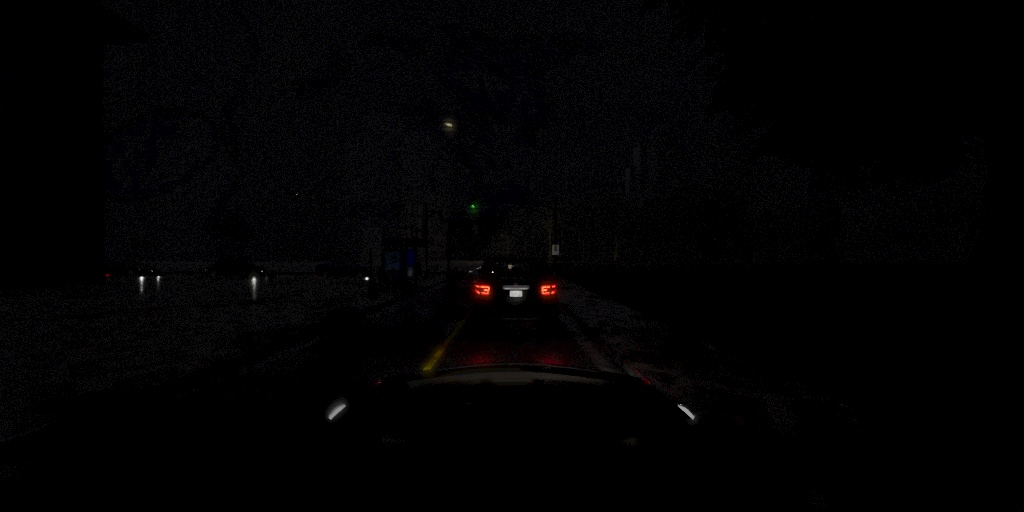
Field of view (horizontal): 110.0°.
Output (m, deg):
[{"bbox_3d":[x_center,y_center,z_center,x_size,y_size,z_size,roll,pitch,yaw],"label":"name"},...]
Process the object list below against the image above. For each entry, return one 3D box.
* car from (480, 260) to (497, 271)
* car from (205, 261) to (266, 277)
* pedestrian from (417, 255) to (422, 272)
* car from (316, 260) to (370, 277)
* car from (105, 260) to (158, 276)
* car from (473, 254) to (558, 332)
[{"bbox_3d":[-3.087,1.249,48.203,2.033,1.411,5.357,0,0,0],"label":"car"},{"bbox_3d":[-25.346,1.175,32.938,4.892,1.490,1.837,0,1,1],"label":"car"},{"bbox_3d":[-10.075,0.800,38.781,0.375,1.860,0.375,0,0,1],"label":"pedestrian"},{"bbox_3d":[-15.160,1.176,32.680,5.008,1.535,1.882,0,0,0],"label":"car"},{"bbox_3d":[-35.719,1.145,33.214,4.892,1.490,1.837,0,1,2],"label":"car"},{"bbox_3d":[0.098,0.968,10.992,2.150,2.045,5.566,0,0,0],"label":"car"}]
